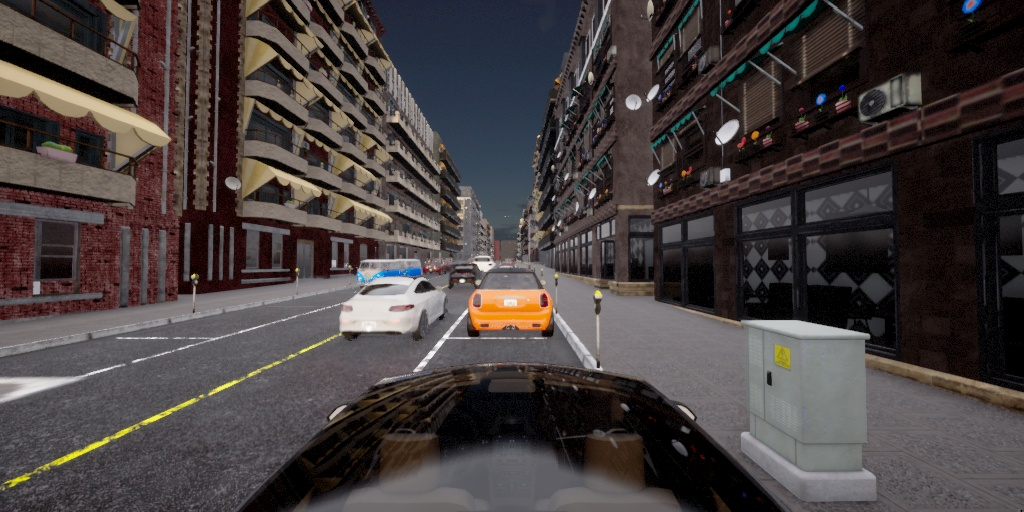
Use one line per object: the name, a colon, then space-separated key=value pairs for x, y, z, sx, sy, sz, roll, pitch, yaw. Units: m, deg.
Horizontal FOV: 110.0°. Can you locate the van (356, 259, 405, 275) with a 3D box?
van: x=-8.335 y=1.108 z=22.603 sx=1.690 sy=1.789 sz=3.998 roll=0 pitch=0 yaw=0

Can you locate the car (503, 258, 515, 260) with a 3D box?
car: x=-0.445 y=1.240 z=39.134 sx=1.967 sy=1.591 sz=4.097 roll=0 pitch=0 yaw=0

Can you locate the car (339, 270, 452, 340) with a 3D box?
car: x=-3.019 y=1.280 z=9.877 sx=1.812 sy=1.442 sz=4.674 roll=0 pitch=0 yaw=0

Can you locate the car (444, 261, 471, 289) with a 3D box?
car: x=-2.952 y=1.269 z=23.457 sx=1.837 sy=1.490 sz=4.892 roll=0 pitch=-1 yaw=-1

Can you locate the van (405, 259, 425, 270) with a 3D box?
van: x=-8.335 y=1.118 z=28.134 sx=1.690 sy=1.789 sz=3.998 roll=0 pitch=0 yaw=0

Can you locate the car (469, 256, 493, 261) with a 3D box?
car: x=-2.959 y=1.023 z=38.612 sx=2.150 sy=2.045 sz=5.566 roll=0 pitch=0 yaw=0

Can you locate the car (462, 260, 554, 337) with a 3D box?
car: x=-0.033 y=1.108 z=10.473 sx=2.097 sy=1.767 sz=4.553 roll=0 pitch=0 yaw=0

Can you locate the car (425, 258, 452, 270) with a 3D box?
car: x=-8.335 y=1.115 z=39.194 sx=2.192 sy=1.841 sz=5.009 roll=0 pitch=0 yaw=0

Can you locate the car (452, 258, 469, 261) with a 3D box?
car: x=-5.842 y=1.294 z=40.113 sx=2.128 sy=1.511 sz=4.902 roll=0 pitch=0 yaw=0
